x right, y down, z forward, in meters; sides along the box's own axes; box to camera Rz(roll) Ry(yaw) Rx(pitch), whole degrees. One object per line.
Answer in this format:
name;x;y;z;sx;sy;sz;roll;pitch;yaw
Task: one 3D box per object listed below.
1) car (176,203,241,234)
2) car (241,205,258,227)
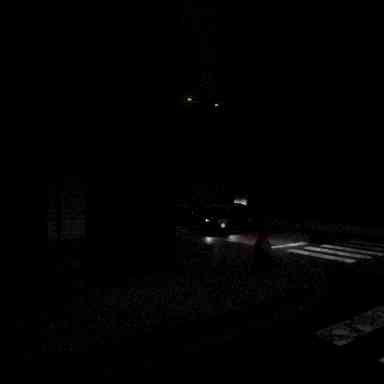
car;0.091;1.406;18.639;2.128;1.511;4.902;0;0;-37
car;1.958;1.419;21.034;2.128;1.511;4.902;0;0;-35
